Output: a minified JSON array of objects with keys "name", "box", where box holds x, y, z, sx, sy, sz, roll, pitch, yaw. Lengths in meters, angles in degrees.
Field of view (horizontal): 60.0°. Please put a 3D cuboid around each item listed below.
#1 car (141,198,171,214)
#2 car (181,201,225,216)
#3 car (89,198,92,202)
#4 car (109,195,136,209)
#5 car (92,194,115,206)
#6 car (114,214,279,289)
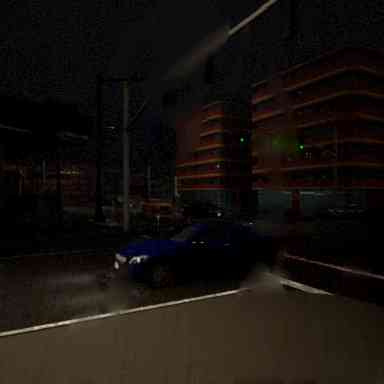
[{"name":"car","box":[-3.988,1.478,36.323,1.882,1.535,5.008,0,0,-30]},{"name":"car","box":[0.879,1.491,28.045,2.128,1.511,4.902,0,0,-30]},{"name":"car","box":[-20.193,1.595,70.658,1.895,1.301,4.718,0,0,-39]},{"name":"car","box":[-9.079,1.492,44.988,2.128,1.511,4.902,0,0,-30]},{"name":"car","box":[-14.188,1.505,53.759,1.837,1.490,4.892,0,0,-30]},{"name":"car","box":[0.250,1.526,9.152,4.674,1.442,1.812,0,0,-27]}]
